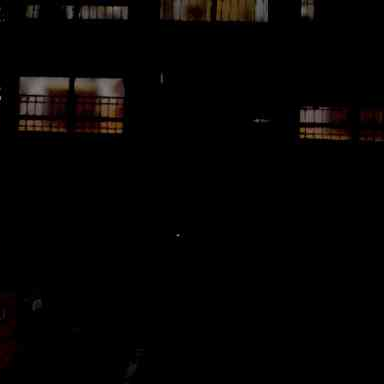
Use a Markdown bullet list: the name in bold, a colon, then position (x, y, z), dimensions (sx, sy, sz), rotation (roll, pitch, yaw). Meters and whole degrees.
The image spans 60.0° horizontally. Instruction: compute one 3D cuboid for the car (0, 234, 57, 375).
- **car**: position (-4.371, 1.426, 4.331), dimensions (5.009, 1.841, 2.192), rotation (2, -4, 2)
